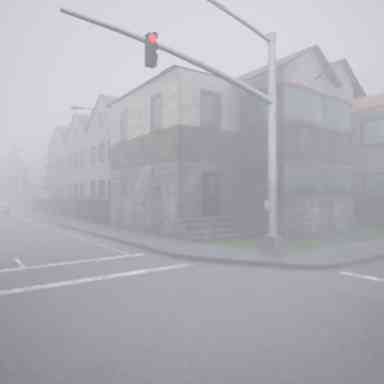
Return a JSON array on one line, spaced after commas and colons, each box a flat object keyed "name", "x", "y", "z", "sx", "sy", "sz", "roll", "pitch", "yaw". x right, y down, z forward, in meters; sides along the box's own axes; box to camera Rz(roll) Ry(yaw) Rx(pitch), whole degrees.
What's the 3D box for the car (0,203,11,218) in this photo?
[{"name": "car", "x": -19.678, "y": 1.850, "z": 33.906, "sx": 1.837, "sy": 1.490, "sz": 4.892, "roll": 0, "pitch": -1, "yaw": -35}]
